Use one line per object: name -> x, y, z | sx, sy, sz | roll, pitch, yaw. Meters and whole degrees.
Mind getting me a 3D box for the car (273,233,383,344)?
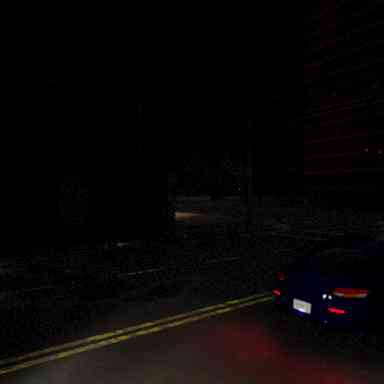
car -> 3.516, 1.526, 6.276 | 4.674, 1.442, 1.812 | 0, 0, -35
